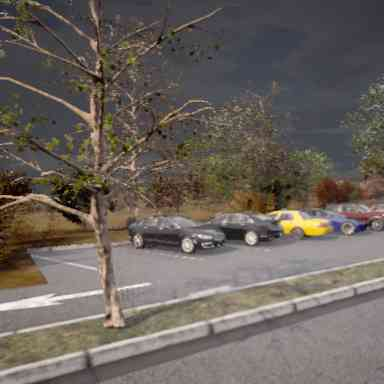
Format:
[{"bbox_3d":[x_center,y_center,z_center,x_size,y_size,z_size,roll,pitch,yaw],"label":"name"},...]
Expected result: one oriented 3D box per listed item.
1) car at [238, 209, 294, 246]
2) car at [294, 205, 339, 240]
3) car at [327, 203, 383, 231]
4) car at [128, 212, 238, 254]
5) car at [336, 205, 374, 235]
[{"bbox_3d":[2.114,1.722,16.466,4.892,1.521,2.231,-2,-1,38],"label":"car"},{"bbox_3d":[4.851,1.703,18.362,5.366,1.575,1.946,-2,-1,38],"label":"car"},{"bbox_3d":[10.749,1.536,21.835,4.553,1.767,2.185,-2,-2,38],"label":"car"},{"bbox_3d":[-0.781,1.741,14.695,4.892,1.521,2.231,-2,-2,38],"label":"car"},{"bbox_3d":[7.913,1.709,20.017,4.792,1.488,2.163,-2,-2,38],"label":"car"}]
